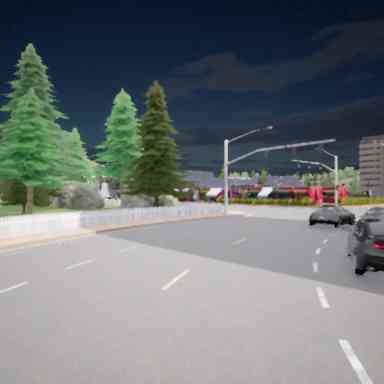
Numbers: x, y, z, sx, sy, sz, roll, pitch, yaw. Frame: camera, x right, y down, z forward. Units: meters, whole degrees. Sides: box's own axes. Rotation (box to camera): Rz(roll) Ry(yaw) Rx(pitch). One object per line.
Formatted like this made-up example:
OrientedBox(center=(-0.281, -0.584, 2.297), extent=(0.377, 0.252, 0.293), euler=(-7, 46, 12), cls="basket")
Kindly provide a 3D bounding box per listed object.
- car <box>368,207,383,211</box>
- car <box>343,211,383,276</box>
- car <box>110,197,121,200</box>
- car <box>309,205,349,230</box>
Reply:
OrientedBox(center=(11.575, 1.604, 20.012), extent=(2.033, 1.411, 5.357), euler=(0, 0, 41), cls="car")
OrientedBox(center=(5.789, 1.532, 10.037), extent=(1.837, 1.490, 4.892), euler=(0, -1, 21), cls="car")
OrientedBox(center=(-17.111, 1.365, 74.402), extent=(2.097, 1.767, 4.553), euler=(0, 0, -41), cls="car")
OrientedBox(center=(9.795, 1.626, 23.179), extent=(1.994, 1.385, 4.181), euler=(0, 0, 42), cls="car")
